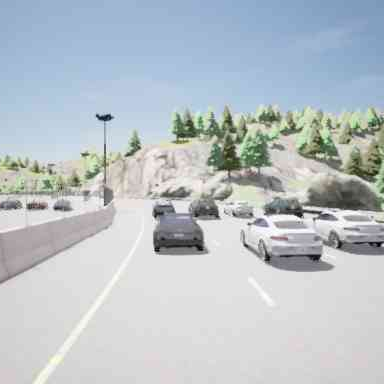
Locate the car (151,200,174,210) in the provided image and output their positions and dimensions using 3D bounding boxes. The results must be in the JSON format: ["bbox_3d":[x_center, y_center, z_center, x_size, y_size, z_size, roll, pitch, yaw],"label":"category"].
[{"bbox_3d":[-2.625,1.503,30.007,2.128,1.511,4.902,0,0,-9],"label":"car"}]

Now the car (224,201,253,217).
[{"bbox_3d":[4.302,1.524,31.012,1.812,1.442,4.674,0,0,-9],"label":"car"}]

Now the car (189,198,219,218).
[{"bbox_3d":[0.953,1.356,29.745,2.097,1.767,4.553,0,0,-9],"label":"car"}]

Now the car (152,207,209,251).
[{"bbox_3d":[-0.630,1.568,14.243,1.994,1.385,4.181,0,0,-4],"label":"car"}]

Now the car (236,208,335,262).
[{"bbox_3d":[3.059,1.522,12.005,1.812,1.442,4.674,0,0,-4],"label":"car"}]

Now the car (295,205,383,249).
[{"bbox_3d":[6.380,1.516,14.435,1.812,1.442,4.674,0,0,-4],"label":"car"}]

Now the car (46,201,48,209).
[{"bbox_3d":[-20.047,1.649,43.409,1.895,1.301,4.718,0,0,-15],"label":"car"}]

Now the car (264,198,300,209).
[{"bbox_3d":[8.045,1.342,29.711,2.097,1.767,4.553,0,0,-9],"label":"car"}]
